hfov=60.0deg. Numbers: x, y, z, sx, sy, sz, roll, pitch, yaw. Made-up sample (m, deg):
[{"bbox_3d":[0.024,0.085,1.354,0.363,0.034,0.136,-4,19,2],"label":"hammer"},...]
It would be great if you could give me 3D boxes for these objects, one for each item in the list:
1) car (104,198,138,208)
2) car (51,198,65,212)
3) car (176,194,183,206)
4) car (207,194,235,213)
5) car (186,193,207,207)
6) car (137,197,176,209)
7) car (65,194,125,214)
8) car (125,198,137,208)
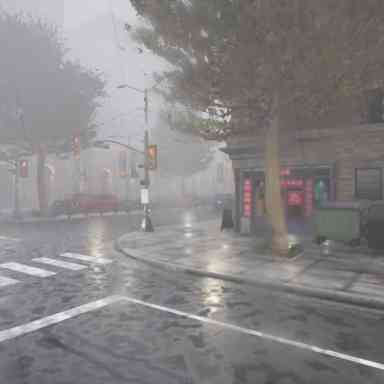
[{"bbox_3d":[-10.186,1.595,47.892,1.895,1.301,4.718,0,0,36],"label":"car"},{"bbox_3d":[-13.261,1.221,38.247,2.150,2.045,5.566,0,0,36],"label":"car"},{"bbox_3d":[-0.919,1.221,55.329,2.150,2.045,5.566,0,0,36],"label":"car"},{"bbox_3d":[4.399,1.221,36.743,2.150,2.045,5.566,0,0,36],"label":"car"},{"bbox_3d":[1.266,1.352,52.373,2.097,1.767,4.553,0,0,36],"label":"car"},{"bbox_3d":[-4.677,1.526,44.158,1.812,1.442,4.674,0,0,36],"label":"car"},{"bbox_3d":[-10.422,1.221,36.201,2.150,2.045,5.566,0,0,36],"label":"car"},{"bbox_3d":[-7.165,1.491,46.690,2.128,1.511,4.902,0,0,36],"label":"car"}]
